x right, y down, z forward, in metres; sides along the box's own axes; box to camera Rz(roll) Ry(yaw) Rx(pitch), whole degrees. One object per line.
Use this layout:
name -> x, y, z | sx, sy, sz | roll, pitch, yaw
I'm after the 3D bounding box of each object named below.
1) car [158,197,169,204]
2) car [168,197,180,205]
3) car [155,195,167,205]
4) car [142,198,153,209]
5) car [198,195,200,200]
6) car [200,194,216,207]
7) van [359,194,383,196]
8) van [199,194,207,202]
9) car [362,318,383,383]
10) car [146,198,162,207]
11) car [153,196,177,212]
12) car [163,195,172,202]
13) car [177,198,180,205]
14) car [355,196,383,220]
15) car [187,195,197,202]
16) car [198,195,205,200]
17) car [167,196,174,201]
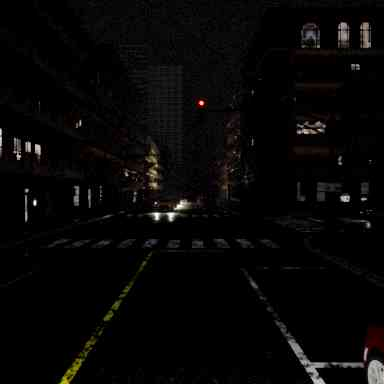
car -> -5.732, 1.608, 67.403 | 1.802, 1.307, 4.206 | -1, 0, 0
car -> -3.106, 1.620, 59.277 | 1.895, 1.301, 4.718 | 0, 0, 1
car -> -5.730, 1.461, 61.875 | 1.967, 1.590, 4.097 | -1, 0, 0
car -> -5.719, 1.560, 45.292 | 2.008, 1.369, 4.403 | 0, 0, 0
car -> 2.649, 1.576, 67.402 | 2.008, 1.369, 4.403 | -1, 0, 0
car -> 2.656, 1.453, 50.819 | 1.967, 1.590, 4.097 | -1, 0, 0
van -> 15.628, 1.035, 27.397 | 3.998, 1.788, 1.690 | -1, 1, -1
van -> 2.640, 1.377, 78.458 | 1.690, 1.788, 3.998 | -1, 0, 0
car -> 2.684, 1.544, 1.819 | 1.887, 1.381, 4.507 | 0, 0, 0
car -> -5.723, 1.579, 50.819 | 1.947, 1.339, 4.313 | 0, 0, 0
car -> -3.117, 1.483, 39.313 | 1.882, 1.535, 5.008 | 0, 0, 0
car -> -5.738, 1.561, 78.289 | 1.752, 1.417, 4.829 | -1, 0, 0
car -> -3.121, 1.559, 49.277 | 2.033, 1.411, 5.357 | 0, 0, 0
car -> 15.026, 1.229, 24.816 | 4.892, 1.490, 1.837 | -1, 0, -1
car -> -0.036, 1.388, 75.332 | 2.097, 1.767, 4.553 | 0, 0, 0
car -> 2.633, 1.600, 95.042 | 1.887, 1.381, 4.507 | -1, 0, 0
car -> -5.743, 1.631, 89.515 | 1.802, 1.307, 4.206 | -1, 0, 0
